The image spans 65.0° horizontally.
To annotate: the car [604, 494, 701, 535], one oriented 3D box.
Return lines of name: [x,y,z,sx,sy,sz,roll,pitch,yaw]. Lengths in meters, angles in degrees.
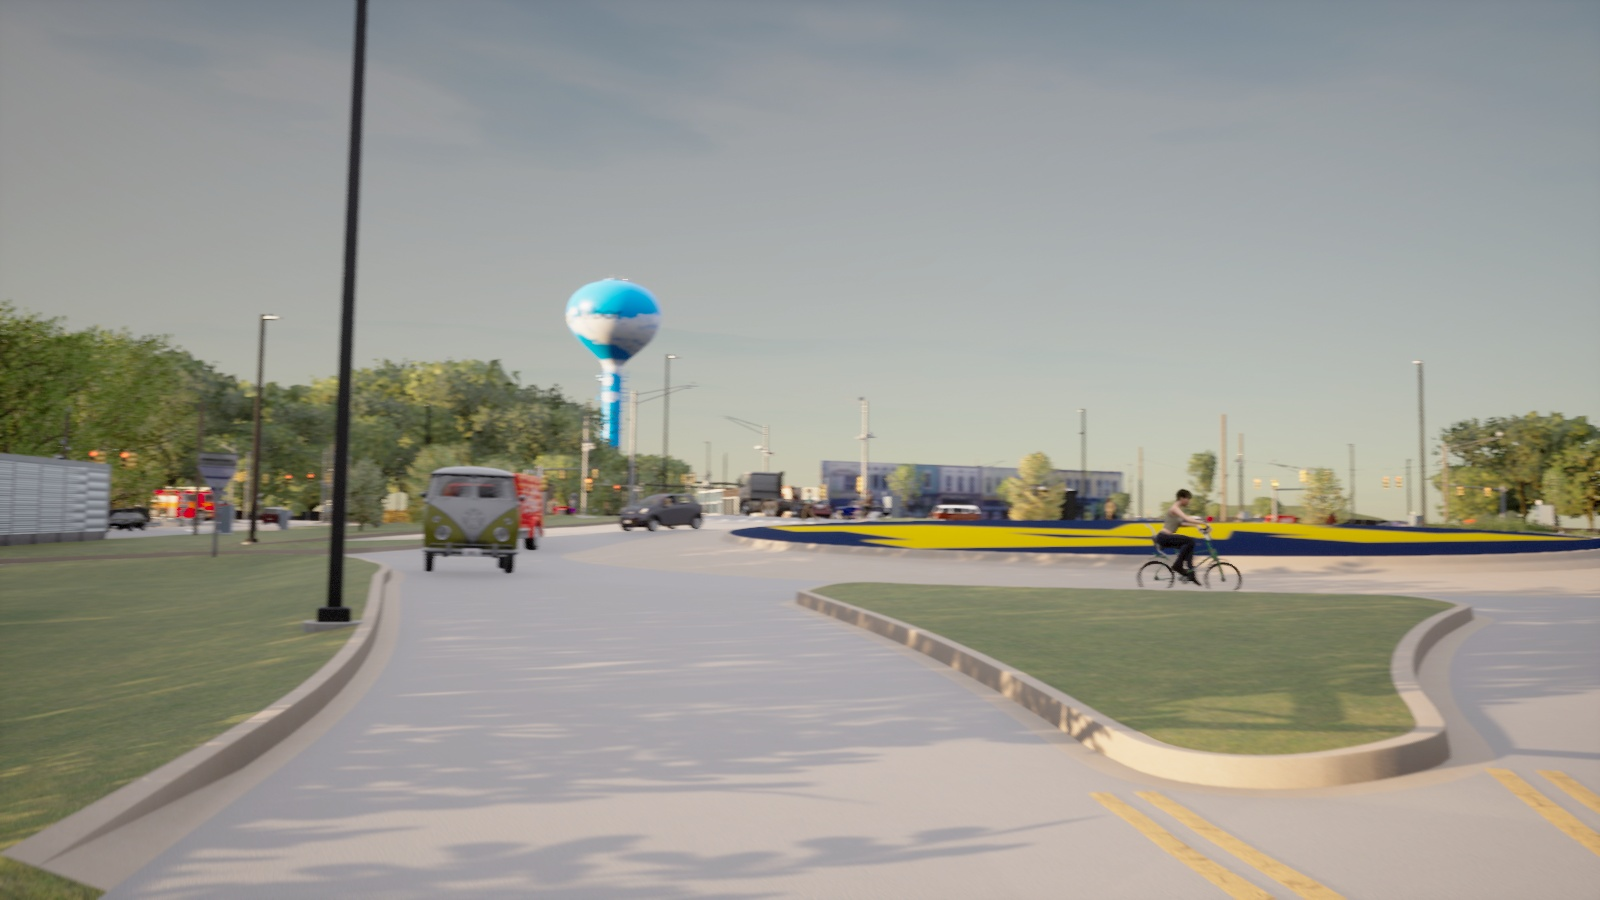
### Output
car: [-5.977,2.597,51.046,1.845,1.501,3.633,-3,-2,39]

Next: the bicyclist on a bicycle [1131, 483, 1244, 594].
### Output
bicyclist on a bicycle: [5.760,1.328,18.769,1.509,1.612,0.866,0,-5,11]

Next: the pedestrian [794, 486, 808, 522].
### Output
pedestrian: [0.043,2.858,66.368,0.692,1.930,0.396,0,-5,9]

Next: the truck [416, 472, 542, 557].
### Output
truck: [-9.993,2.029,39.592,2.627,2.467,5.204,0,-3,0]

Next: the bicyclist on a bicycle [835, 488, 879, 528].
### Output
bicyclist on a bicycle: [2.599,2.646,57.489,1.843,1.776,0.659,0,-4,-17]

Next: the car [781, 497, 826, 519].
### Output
car: [0.231,4.206,90.599,1.970,1.475,3.806,2,-4,-22]

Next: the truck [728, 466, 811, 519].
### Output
truck: [-2.244,3.083,88.463,2.891,3.462,7.936,2,-4,-24]

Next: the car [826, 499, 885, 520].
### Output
car: [3.627,3.922,82.782,1.895,1.301,4.718,3,-3,-25]

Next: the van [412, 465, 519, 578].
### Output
van: [-6.643,1.422,24.719,1.775,1.987,4.442,2,-4,-17]
